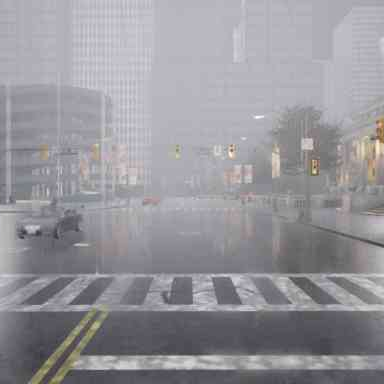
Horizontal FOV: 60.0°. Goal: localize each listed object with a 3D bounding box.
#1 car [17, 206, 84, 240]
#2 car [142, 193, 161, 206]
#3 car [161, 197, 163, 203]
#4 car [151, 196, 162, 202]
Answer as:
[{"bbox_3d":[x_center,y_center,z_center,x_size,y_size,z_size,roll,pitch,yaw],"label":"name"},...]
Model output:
[{"bbox_3d":[-7.065,1.492,17.099,2.128,1.511,4.902,0,0,0],"label":"car"},{"bbox_3d":[-6.994,1.227,56.195,2.150,2.045,5.566,0,0,0],"label":"car"},{"bbox_3d":[-6.977,1.499,66.673,2.128,1.511,4.902,0,0,1],"label":"car"},{"bbox_3d":[-8.207,1.561,77.425,1.994,1.385,4.181,0,0,-14],"label":"car"}]
